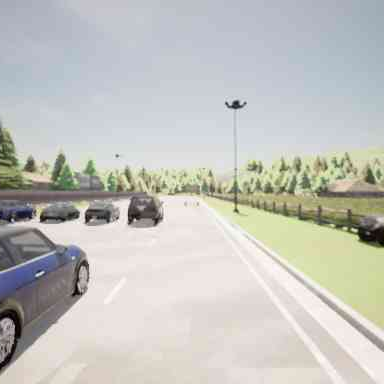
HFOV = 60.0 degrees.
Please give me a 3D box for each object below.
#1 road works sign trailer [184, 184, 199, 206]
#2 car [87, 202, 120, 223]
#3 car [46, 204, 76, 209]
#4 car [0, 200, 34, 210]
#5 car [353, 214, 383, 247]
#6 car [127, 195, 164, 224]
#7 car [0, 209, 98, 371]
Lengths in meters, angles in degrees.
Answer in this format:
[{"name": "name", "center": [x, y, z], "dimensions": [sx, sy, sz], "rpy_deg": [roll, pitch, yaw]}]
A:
[{"name": "road works sign trailer", "center": [-0.002, 0.558, 54.445], "dimensions": [2.380, 3.560, 2.880], "rpy_deg": [0, 0, 0]}, {"name": "car", "center": [-6.901, 1.550, 25.942], "dimensions": [1.837, 1.490, 4.892], "rpy_deg": [0, 0, 0]}, {"name": "car", "center": [-10.401, 1.610, 26.523], "dimensions": [1.994, 1.385, 4.181], "rpy_deg": [0, 0, 0]}, {"name": "car", "center": [-13.901, 1.396, 25.605], "dimensions": [2.097, 1.767, 4.553], "rpy_deg": [0, 0, 0]}, {"name": "car", "center": [8.921, 1.237, 13.648], "dimensions": [3.866, 1.878, 1.905], "rpy_deg": [0, 0, 0]}, {"name": "car", "center": [-3.401, 1.265, 24.996], "dimensions": [2.150, 2.045, 5.566], "rpy_deg": [0, 0, 0]}, {"name": "car", "center": [-3.400, 1.362, 5.803], "dimensions": [2.097, 1.767, 4.553], "rpy_deg": [0, 0, 0]}]
